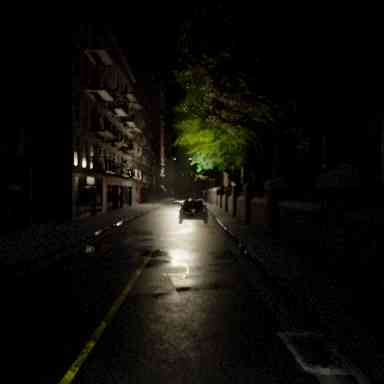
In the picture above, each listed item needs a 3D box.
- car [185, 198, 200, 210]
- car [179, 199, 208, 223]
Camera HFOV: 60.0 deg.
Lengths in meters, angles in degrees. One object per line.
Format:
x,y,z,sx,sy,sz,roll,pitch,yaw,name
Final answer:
0.096,1.613,45.652,1.994,1.385,4.181,0,0,0,car
0.099,1.382,25.750,2.097,1.767,4.553,0,0,0,car
